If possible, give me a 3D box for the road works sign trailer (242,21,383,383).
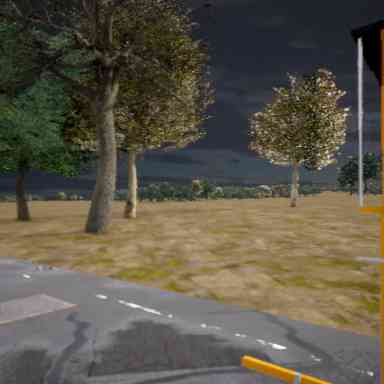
[{"bbox_3d":[1.755,0.641,3.046,2.880,3.560,2.380,-1,-3,38],"label":"road works sign trailer"}]
